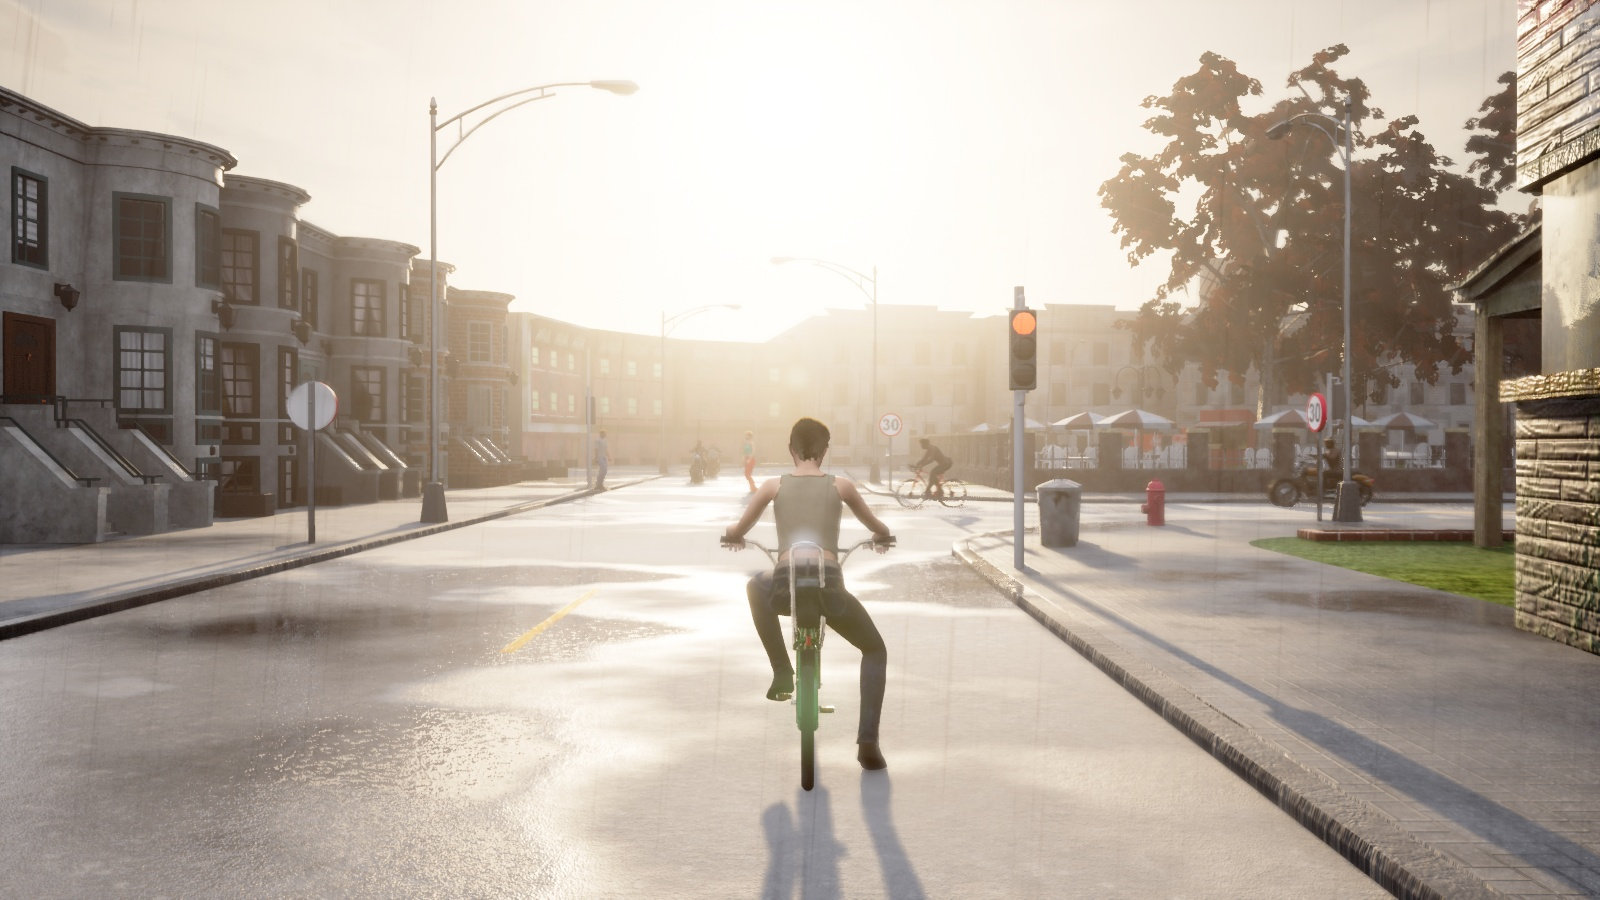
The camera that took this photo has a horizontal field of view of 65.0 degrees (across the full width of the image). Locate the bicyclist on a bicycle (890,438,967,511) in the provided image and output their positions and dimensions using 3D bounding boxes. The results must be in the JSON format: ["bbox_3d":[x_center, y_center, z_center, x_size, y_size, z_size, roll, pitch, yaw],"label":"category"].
[{"bbox_3d":[2.907,0.541,28.483,1.656,1.620,0.582,0,1,-9],"label":"bicyclist on a bicycle"}]

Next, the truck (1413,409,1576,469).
[{"bbox_3d":[40.744,-0.620,73.847,7.936,3.462,2.891,0,0,0],"label":"truck"}]

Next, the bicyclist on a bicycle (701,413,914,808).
[{"bbox_3d":[0.037,0.650,5.875,0.866,1.612,1.509,0,0,0],"label":"bicyclist on a bicycle"}]

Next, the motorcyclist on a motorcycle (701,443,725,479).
[{"bbox_3d":[-3.752,0.472,54.283,0.866,1.530,2.191,0,0,0],"label":"motorcyclist on a motorcycle"}]

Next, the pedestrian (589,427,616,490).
[{"bbox_3d":[-5.875,0.251,37.343,0.706,1.836,0.354,0,0,22],"label":"pedestrian"}]

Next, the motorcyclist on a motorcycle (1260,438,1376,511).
[{"bbox_3d":[11.823,0.544,28.704,2.350,1.649,0.766,0,0,0],"label":"motorcyclist on a motorcycle"}]

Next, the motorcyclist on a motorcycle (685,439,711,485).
[{"bbox_3d":[-3.778,0.429,46.842,0.766,1.649,2.350,0,0,0],"label":"motorcyclist on a motorcycle"}]

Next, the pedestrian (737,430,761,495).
[{"bbox_3d":[-1.447,0.339,35.749,0.594,1.836,0.345,0,0,-22],"label":"pedestrian"}]

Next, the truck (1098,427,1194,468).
[{"bbox_3d":[21.407,-0.163,77.907,5.204,2.467,2.627,0,0,0],"label":"truck"}]
